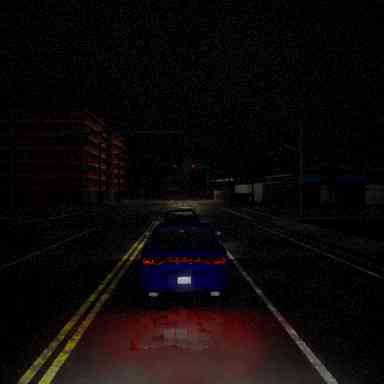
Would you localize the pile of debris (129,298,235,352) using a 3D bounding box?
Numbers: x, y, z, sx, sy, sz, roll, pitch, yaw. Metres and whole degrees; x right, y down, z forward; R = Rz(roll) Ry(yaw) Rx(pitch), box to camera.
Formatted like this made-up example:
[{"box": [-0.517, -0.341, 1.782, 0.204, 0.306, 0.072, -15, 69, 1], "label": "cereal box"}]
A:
[{"box": [-0.175, 2.175, 5.638, 1.500, 0.140, 1.860, 0, 0, -2], "label": "pile of debris"}]

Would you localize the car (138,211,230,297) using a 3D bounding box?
[{"box": [-0.216, 1.478, 8.609, 1.882, 1.535, 5.008, 0, 0, -2], "label": "car"}]
